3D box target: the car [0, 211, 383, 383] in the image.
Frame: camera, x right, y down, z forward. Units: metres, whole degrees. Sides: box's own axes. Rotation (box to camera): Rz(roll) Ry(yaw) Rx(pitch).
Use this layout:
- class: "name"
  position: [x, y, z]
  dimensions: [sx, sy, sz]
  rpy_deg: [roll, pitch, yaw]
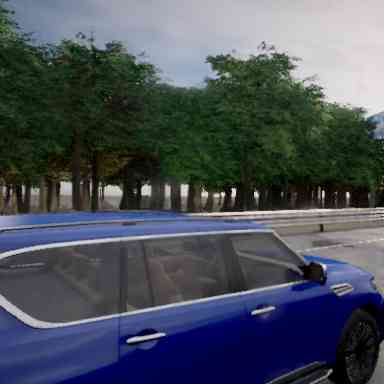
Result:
- class: "car"
  position: [-0.069, 1.244, 3.695]
  dimensions: [5.566, 2.045, 2.150]
  rpy_deg: [1, 0, -35]

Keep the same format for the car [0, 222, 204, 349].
- class: "car"
  position: [-2.372, 1.510, 6.353]
  dimensions: [4.902, 1.511, 2.128]
  rpy_deg: [1, 0, -35]
